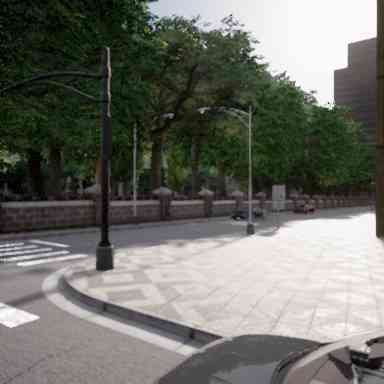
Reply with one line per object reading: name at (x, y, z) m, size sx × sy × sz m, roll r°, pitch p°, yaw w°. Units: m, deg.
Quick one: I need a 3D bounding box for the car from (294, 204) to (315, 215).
car at (16.425, 2.497, 48.333) m, size 1.882 × 1.535 × 5.008 m, roll 0°, pitch -1°, yaw 35°

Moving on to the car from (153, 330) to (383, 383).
car at (1.617, 1.553, 1.814) m, size 4.403 × 1.369 × 2.008 m, roll 0°, pitch 0°, yaw 35°

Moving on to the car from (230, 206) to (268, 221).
car at (5.868, 2.138, 33.484) m, size 2.033 × 1.411 × 5.357 m, roll 0°, pitch -1°, yaw 35°
